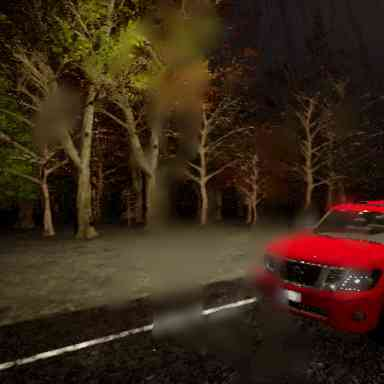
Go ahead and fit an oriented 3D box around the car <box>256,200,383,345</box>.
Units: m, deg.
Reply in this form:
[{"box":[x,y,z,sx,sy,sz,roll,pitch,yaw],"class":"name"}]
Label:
[{"box":[3.783,1.222,6.695,5.566,2.045,2.150,0,0,-35],"class":"car"}]
